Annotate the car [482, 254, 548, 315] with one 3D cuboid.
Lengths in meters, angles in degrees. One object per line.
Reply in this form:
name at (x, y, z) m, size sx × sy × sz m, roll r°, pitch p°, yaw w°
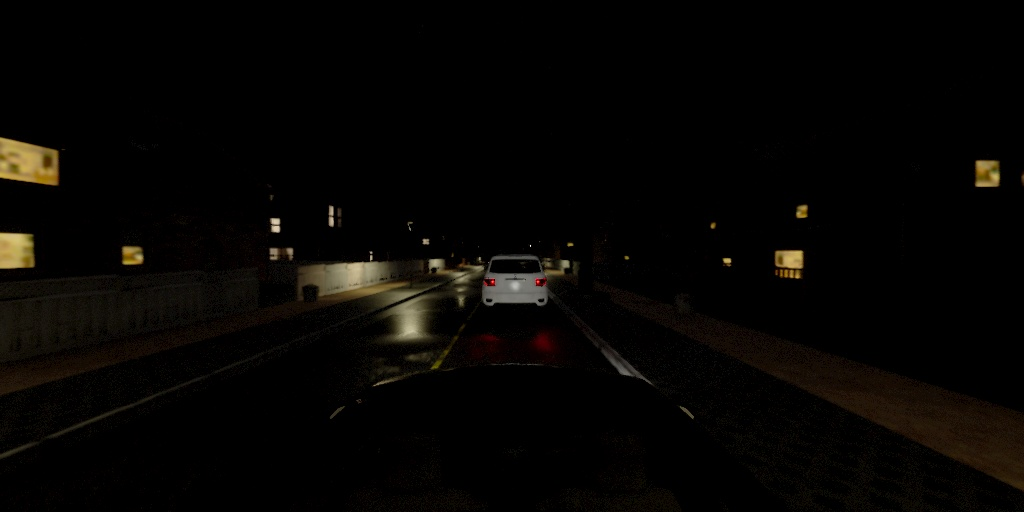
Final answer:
car at (0.101, 0.963, 13.554) m, size 2.150 × 2.045 × 5.566 m, roll 0°, pitch 0°, yaw 0°
